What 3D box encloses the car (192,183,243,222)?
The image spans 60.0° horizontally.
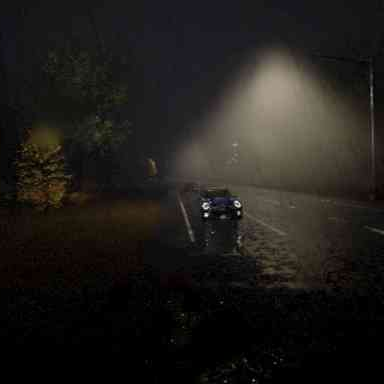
[{"bbox_3d":[1.369,0.545,18.419,2.097,1.767,4.553,-3,3,-3],"label":"car"}]

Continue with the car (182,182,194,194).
[{"bbox_3d":[-0.322,-0.633,44.597,1.882,1.535,5.008,-3,3,-4],"label":"car"}]
